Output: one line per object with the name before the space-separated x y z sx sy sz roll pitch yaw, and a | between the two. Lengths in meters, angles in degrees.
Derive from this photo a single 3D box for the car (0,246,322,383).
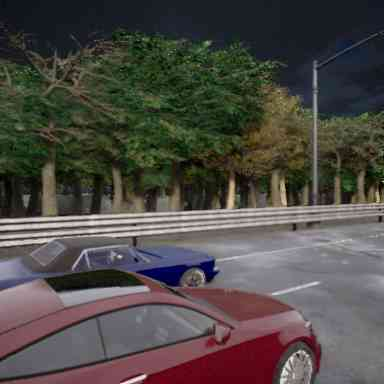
car | -0.707 1.526 3.242 4.674 1.442 1.812 0 0 -36

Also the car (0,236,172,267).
car | -1.726 1.583 6.816 4.718 1.301 1.895 1 -1 -35
